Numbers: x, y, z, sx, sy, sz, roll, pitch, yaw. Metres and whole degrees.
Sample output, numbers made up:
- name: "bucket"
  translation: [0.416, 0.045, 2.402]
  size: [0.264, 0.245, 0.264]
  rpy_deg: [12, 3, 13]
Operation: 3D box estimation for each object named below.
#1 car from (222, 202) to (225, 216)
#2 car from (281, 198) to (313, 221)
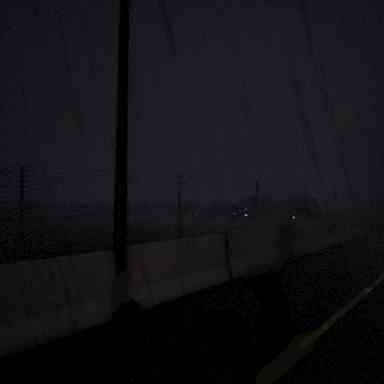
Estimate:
- name: "car"
  translation: [1.979, 1.606, 29.542]
  size: [2.128, 1.511, 4.902]
  rpy_deg: [0, -1, 41]
- name: "car"
  translation: [8.141, 1.395, 25.969]
  size: [2.150, 2.045, 5.566]
  rpy_deg: [0, -1, 41]
